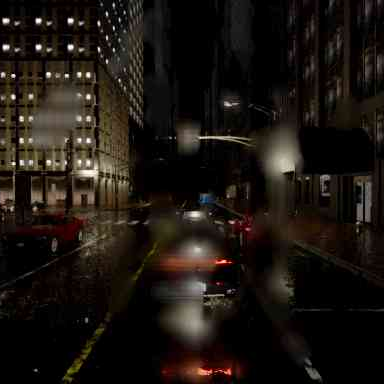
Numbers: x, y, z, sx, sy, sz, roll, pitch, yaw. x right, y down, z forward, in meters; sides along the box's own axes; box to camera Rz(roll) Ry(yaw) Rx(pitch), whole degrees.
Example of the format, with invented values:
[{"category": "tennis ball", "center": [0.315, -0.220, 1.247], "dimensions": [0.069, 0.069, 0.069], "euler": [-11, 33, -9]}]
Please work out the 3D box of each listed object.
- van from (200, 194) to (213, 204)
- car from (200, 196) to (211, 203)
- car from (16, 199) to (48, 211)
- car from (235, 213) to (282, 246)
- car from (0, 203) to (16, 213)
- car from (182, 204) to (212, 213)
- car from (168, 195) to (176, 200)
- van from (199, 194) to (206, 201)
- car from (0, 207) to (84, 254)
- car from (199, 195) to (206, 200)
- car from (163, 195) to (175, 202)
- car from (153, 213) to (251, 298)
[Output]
[{"category": "van", "center": [2.768, 1.329, 58.464], "dimensions": [1.690, 1.788, 3.998], "euler": [0, 0, 0]}, {"category": "car", "center": [2.785, 1.534, 69.857], "dimensions": [2.008, 1.369, 4.403], "euler": [0, 0, 0]}, {"category": "car", "center": [-18.469, 1.499, 37.246], "dimensions": [4.403, 1.369, 2.008], "euler": [0, 0, 1]}, {"category": "car", "center": [2.835, 1.580, 14.871], "dimensions": [1.802, 1.307, 4.206], "euler": [0, 0, 0]}, {"category": "car", "center": [-18.568, 1.308, 28.864], "dimensions": [5.009, 1.841, 2.192], "euler": [0, 0, 1]}, {"category": "car", "center": [0.125, 1.562, 17.394], "dimensions": [1.994, 1.385, 4.181], "euler": [0, 0, 0]}, {"category": "car", "center": [-5.563, 1.534, 92.657], "dimensions": [1.947, 1.339, 4.313], "euler": [0, 0, 0]}, {"category": "van", "center": [2.809, 1.313, 86.947], "dimensions": [1.690, 1.788, 3.998], "euler": [0, 0, 0]}, {"category": "car", "center": [-5.806, 1.543, 13.507], "dimensions": [1.887, 1.381, 4.507], "euler": [0, 0, 0]}, {"category": "car", "center": [2.818, 1.550, 92.644], "dimensions": [1.802, 1.307, 4.206], "euler": [0, 0, 0]}, {"category": "car", "center": [-5.587, 1.524, 75.566], "dimensions": [1.887, 1.381, 4.507], "euler": [0, 0, 0]}, {"category": "car", "center": [0.111, 1.504, 8.518], "dimensions": [1.837, 1.490, 4.892], "euler": [0, 0, 0]}]
